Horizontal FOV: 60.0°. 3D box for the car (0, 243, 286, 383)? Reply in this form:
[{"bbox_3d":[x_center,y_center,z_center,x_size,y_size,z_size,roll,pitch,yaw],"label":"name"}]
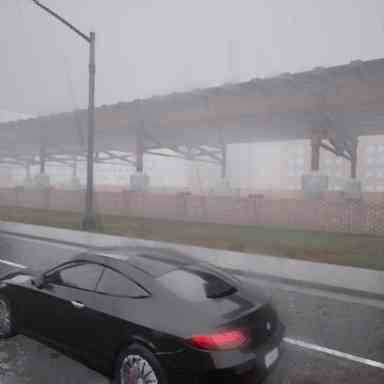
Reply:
[{"bbox_3d":[-1.047,1.487,4.752,4.674,1.442,1.812,1,0,36],"label":"car"}]
